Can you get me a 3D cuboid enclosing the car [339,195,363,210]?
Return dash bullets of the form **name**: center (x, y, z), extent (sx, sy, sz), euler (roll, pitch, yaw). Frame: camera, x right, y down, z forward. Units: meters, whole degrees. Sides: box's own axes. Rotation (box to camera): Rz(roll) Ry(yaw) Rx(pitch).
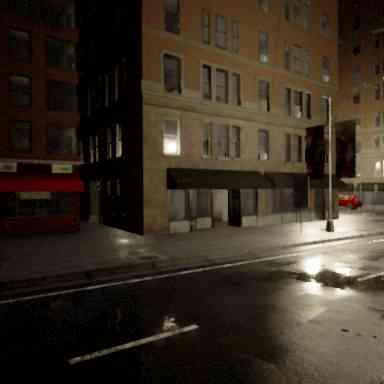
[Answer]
- **car**: center (19.021, 1.304, 42.494), extent (2.192, 1.841, 5.009), euler (0, 0, -44)
